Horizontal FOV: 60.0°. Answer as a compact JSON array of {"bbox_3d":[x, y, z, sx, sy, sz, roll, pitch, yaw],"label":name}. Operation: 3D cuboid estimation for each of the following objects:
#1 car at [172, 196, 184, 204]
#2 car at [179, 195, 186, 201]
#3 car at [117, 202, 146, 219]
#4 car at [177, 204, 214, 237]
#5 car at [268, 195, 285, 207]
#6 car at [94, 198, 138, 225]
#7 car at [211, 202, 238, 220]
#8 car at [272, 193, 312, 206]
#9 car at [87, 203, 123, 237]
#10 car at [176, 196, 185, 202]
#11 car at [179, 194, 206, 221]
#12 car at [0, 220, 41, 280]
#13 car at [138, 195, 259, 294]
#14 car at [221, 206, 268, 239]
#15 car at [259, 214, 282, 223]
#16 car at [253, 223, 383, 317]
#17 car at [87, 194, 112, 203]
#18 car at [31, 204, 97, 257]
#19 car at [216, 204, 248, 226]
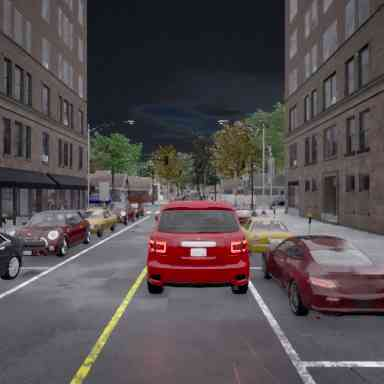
[{"bbox_3d":[-2.747,1.601,64.738,2.033,1.411,5.357,0,0,1],"label":"car"},{"bbox_3d":[-2.645,1.630,93.835,1.812,1.442,4.674,0,0,0],"label":"car"},{"bbox_3d":[-5.254,1.594,29.310,1.802,1.307,4.206,0,0,0],"label":"car"},{"bbox_3d":[0.185,1.511,18.950,1.837,1.490,4.892,0,0,1],"label":"car"},{"bbox_3d":[13.610,1.287,48.936,4.553,1.767,2.097,0,0,0],"label":"car"},{"bbox_3d":[-5.281,1.449,23.791,1.967,1.590,4.097,0,0,0],"label":"car"},{"bbox_3d":[2.771,1.578,29.272,1.947,1.339,4.313,0,0,0],"label":"car"},{"bbox_3d":[15.676,1.146,52.207,5.566,2.045,2.150,0,0,-1],"label":"car"},{"bbox_3d":[-5.308,1.531,18.102,1.752,1.417,4.829,0,0,0],"label":"car"},{"bbox_3d":[-2.677,1.631,79.565,1.994,1.385,4.181,0,0,0],"label":"car"},{"bbox_3d":[0.104,1.233,28.963,2.150,2.045,5.566,0,0,2],"label":"car"},{"bbox_3d":[-5.360,1.551,7.234,2.008,1.369,4.403,0,0,0],"label":"car"},{"bbox_3d":[0.134,1.223,8.920,2.150,2.045,5.566,0,0,0],"label":"car"},{"bbox_3d":[2.718,1.550,18.236,1.887,1.381,4.507,0,0,0],"label":"car"},{"bbox_3d":[2.692,1.528,12.888,1.752,1.417,4.829,0,0,0],"label":"car"},{"bbox_3d":[2.665,1.582,7.199,1.802,1.307,4.206,0,0,0],"label":"car"},{"bbox_3d":[-15.195,1.328,51.983,5.566,2.045,2.150,0,0,4],"label":"car"},{"bbox_3d":[-5.334,1.443,12.753,1.967,1.590,4.097,0,0,0],"label":"car"},{"bbox_3d":[2.744,1.590,23.754,1.802,1.307,4.206,0,0,0],"label":"car"}]
